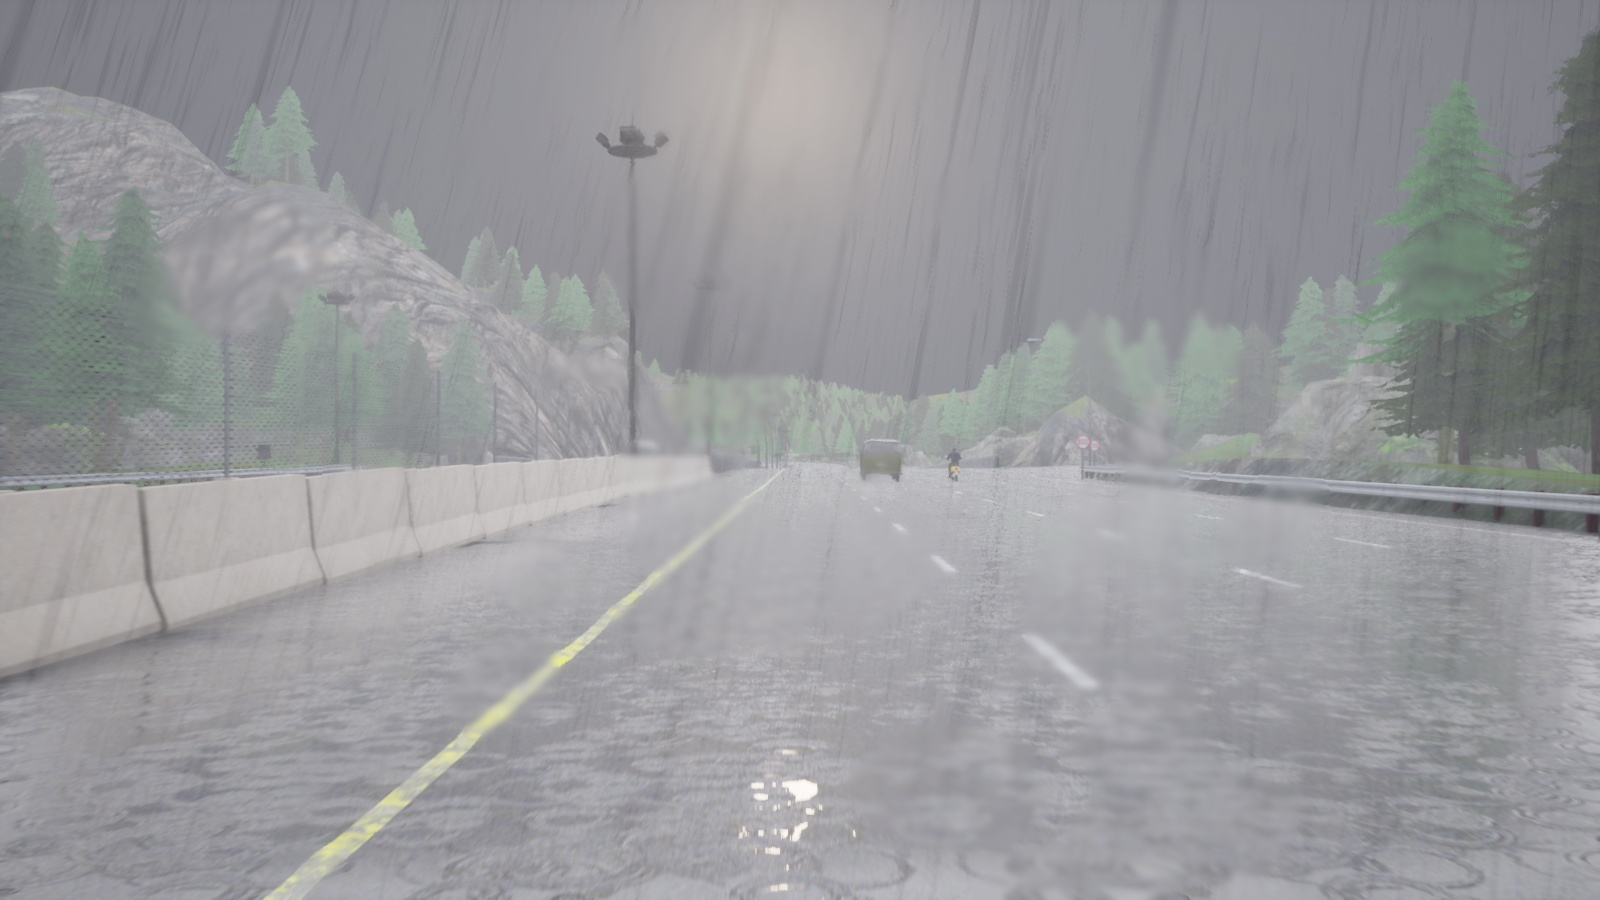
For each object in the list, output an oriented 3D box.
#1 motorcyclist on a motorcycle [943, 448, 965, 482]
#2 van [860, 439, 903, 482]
[{"bbox_3d":[7.309,0.682,59.663,0.866,1.590,1.817,0,0,0],"label":"motorcyclist on a motorcycle"},{"bbox_3d":[3.809,0.478,59.407,1.775,1.987,4.442,0,0,0],"label":"van"}]
